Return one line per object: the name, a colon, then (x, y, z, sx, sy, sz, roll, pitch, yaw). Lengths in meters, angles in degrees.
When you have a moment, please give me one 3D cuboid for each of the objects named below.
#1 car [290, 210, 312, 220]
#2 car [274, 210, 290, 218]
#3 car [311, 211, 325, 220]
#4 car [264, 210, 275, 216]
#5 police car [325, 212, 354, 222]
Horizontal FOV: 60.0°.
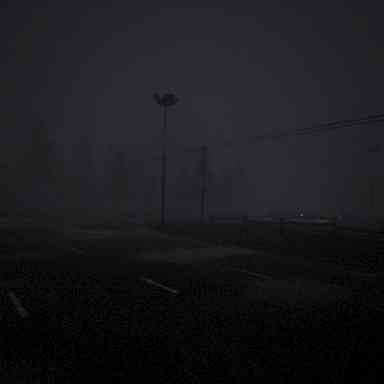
car: (20.930, 4.160, 61.703, 4.553, 1.767, 2.097, 3, -3, -34)
car: (18.769, 4.455, 64.419, 4.718, 1.301, 1.895, 3, -3, -35)
car: (24.071, 4.336, 59.640, 4.674, 1.442, 1.812, 3, -3, -35)
car: (16.734, 4.388, 67.254, 5.008, 1.535, 1.882, 3, -3, -35)
police car: (25.206, 4.132, 56.100, 5.238, 1.638, 1.930, 3, -3, -35)
